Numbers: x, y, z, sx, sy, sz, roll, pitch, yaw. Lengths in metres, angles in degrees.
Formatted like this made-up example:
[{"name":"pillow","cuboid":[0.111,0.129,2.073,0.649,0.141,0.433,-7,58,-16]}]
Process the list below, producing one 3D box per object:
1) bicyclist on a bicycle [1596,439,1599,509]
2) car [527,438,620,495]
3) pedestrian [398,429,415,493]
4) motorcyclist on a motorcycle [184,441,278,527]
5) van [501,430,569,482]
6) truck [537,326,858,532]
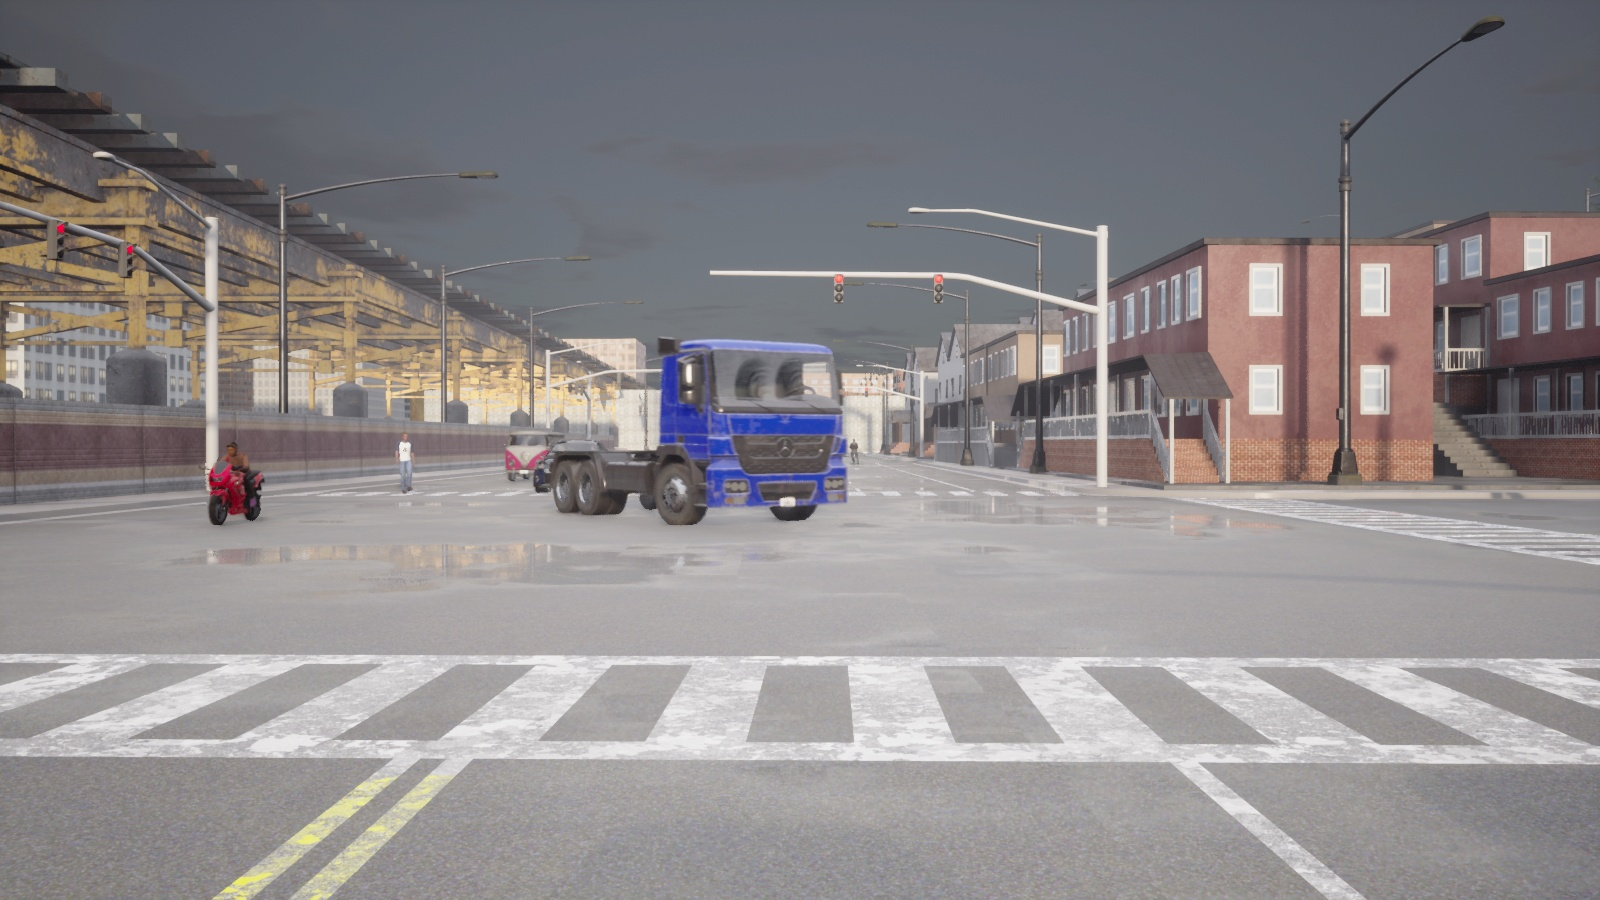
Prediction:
[{"name":"bicyclist on a bicycle","cuboid":[19.281,0.552,28.819,1.656,1.620,0.582,0,0,0]},{"name":"car","cuboid":[-6.904,0.452,38.745,2.033,1.649,4.856,0,0,0]},{"name":"pedestrian","cuboid":[-11.376,0.318,36.288,0.354,1.836,0.706,0,0,-29]},{"name":"motorcyclist on a motorcycle","cuboid":[-10.447,0.589,23.148,0.797,1.523,2.044,0,0,0]},{"name":"van","cuboid":[-10.405,0.211,49.590,1.775,1.987,4.442,0,0,0]},{"name":"truck","cuboid":[-2.372,-0.380,25.198,2.891,3.462,7.936,0,0,-34]}]
